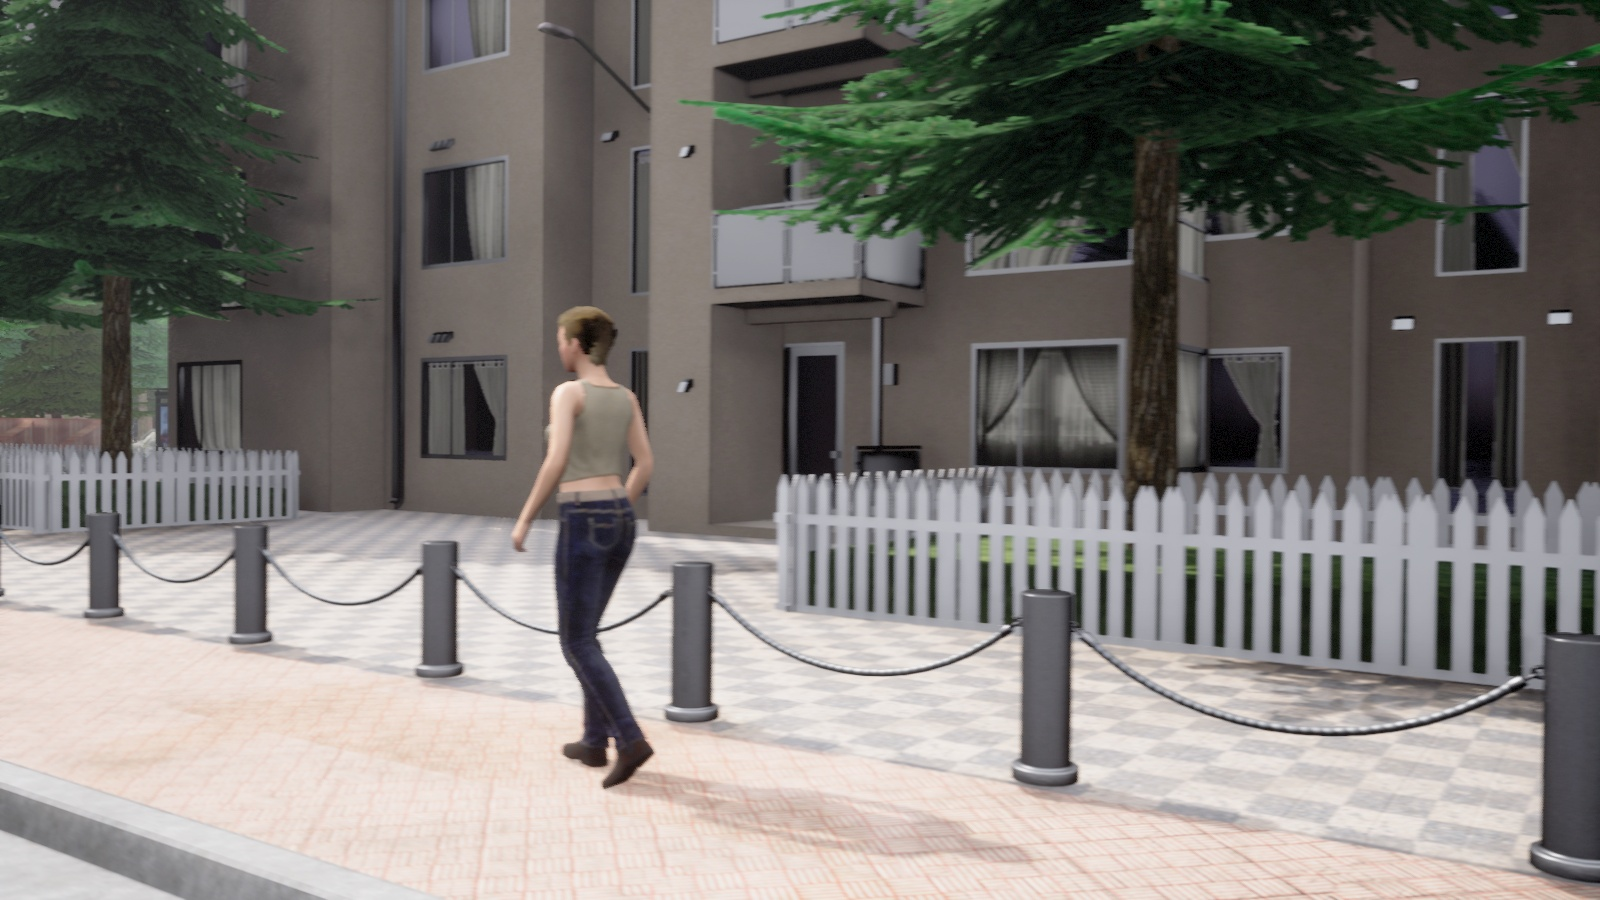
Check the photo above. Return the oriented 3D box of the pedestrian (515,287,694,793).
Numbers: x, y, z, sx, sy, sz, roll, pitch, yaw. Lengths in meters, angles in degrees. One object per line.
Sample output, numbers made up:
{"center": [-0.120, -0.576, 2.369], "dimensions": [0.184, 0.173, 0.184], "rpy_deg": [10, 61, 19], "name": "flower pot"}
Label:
{"center": [-0.759, 0.327, 4.865], "dimensions": [0.594, 1.836, 0.345], "rpy_deg": [0, 1, 35], "name": "pedestrian"}
